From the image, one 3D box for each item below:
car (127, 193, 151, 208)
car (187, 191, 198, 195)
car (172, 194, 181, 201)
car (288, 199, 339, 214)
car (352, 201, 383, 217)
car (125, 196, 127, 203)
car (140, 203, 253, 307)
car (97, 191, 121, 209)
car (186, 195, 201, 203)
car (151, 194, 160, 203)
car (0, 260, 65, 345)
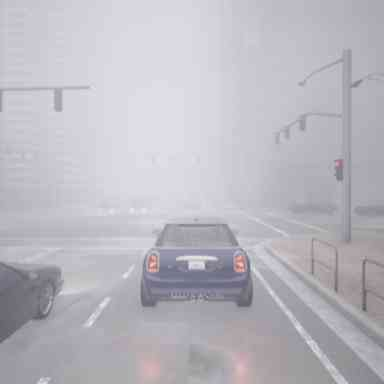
[{"bbox_3d":[-6.916,1.289,43.794,1.837,1.490,4.892,0,0,-2],"label":"car"},{"bbox_3d":[0.120,0.791,72.296,2.150,2.045,5.566,0,0,0],"label":"car"},{"bbox_3d":[-3.380,1.108,72.272,2.033,1.411,5.357,0,0,0],"label":"car"},{"bbox_3d":[11.709,1.366,32.218,4.674,1.442,1.812,0,0,1],"label":"car"},{"bbox_3d":[16.504,1.458,28.675,4.718,1.301,1.895,0,0,1],"label":"car"},{"bbox_3d":[-10.455,1.060,58.872,2.097,1.767,4.553,0,0,1],"label":"car"},{"bbox_3d":[0.093,1.312,8.041,2.097,1.767,4.553,0,0,0],"label":"car"},{"bbox_3d":[-10.603,1.142,42.529,2.097,1.767,4.553,0,0,1],"label":"car"},{"bbox_3d":[0.167,1.362,40.666,1.994,1.385,4.181,0,0,0],"label":"car"},{"bbox_3d":[-6.943,1.207,60.389,1.837,1.490,4.892,0,0,1],"label":"car"},{"bbox_3d":[-3.413,1.526,4.184,2.033,1.411,5.357,0,0,-1],"label":"car"}]
